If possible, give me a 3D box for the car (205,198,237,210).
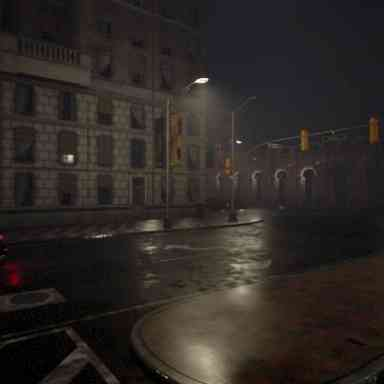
[{"bbox_3d":[2.998,1.502,43.052,2.128,1.511,4.902,0,0,-36],"label":"car"}]

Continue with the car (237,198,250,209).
[{"bbox_3d":[5.742,1.537,45.233,1.812,1.442,4.674,0,0,-36],"label":"car"}]

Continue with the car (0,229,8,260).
[{"bbox_3d":[-7.494,1.491,8.471,4.902,1.511,2.128,0,0,-35],"label":"car"}]

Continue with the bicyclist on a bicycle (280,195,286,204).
[{"bbox_3d":[15.479,1.318,56.462,1.656,1.620,0.582,0,0,-36],"label":"bicyclist on a bicycle"}]
